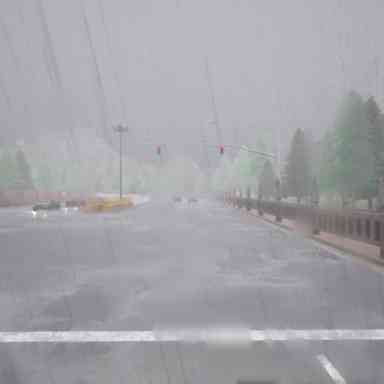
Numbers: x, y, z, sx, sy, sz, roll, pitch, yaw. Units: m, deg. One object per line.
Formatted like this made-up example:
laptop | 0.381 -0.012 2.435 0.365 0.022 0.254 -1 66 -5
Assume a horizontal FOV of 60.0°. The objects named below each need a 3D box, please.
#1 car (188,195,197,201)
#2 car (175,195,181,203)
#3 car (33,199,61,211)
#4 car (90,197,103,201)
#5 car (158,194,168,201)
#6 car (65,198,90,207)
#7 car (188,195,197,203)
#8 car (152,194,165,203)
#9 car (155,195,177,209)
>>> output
car | 0.115 1.354 78.513 2.033 1.411 5.357 0 0 0
car | -3.391 1.337 70.814 2.097 1.767 4.553 0 0 0
car | -17.523 1.555 40.308 1.994 1.385 4.181 0 0 0
car | -17.448 1.533 60.813 2.033 1.411 5.357 0 0 1
car | -6.885 1.314 78.523 1.837 1.490 4.892 0 0 0
car | -17.500 1.589 50.411 1.895 1.301 4.718 0 0 0
car | 0.099 1.532 68.093 2.033 1.411 5.357 0 0 0
car | -6.900 1.336 68.490 2.097 1.767 4.553 0 0 0
car | -3.349 1.515 43.823 1.812 1.442 4.674 0 0 0
